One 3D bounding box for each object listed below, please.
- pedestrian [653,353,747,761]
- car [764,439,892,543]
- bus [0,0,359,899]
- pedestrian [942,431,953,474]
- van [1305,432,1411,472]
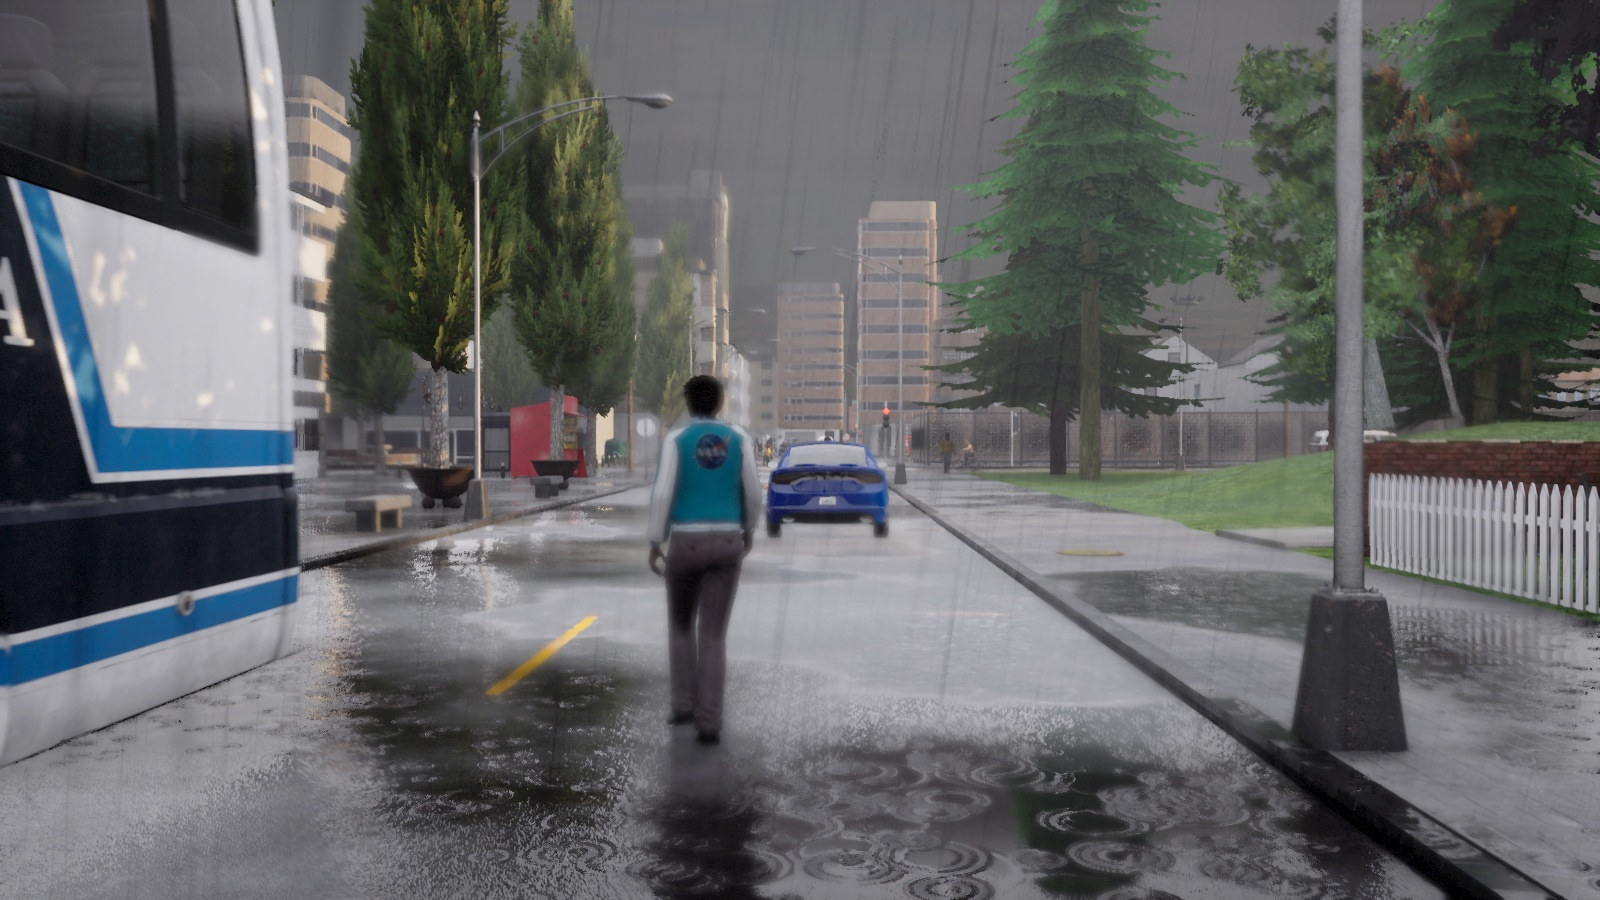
[{"bbox_3d":[-0.514,0.503,6.313,0.396,1.930,0.692,0,0,-11],"label":"pedestrian"},{"bbox_3d":[0.464,0.593,21.015,1.882,1.535,5.008,0,0,1],"label":"car"},{"bbox_3d":[-3.974,-0.635,0.299,3.944,4.253,10.273,0,0,1],"label":"bus"},{"bbox_3d":[6.383,0.120,54.376,0.431,1.840,0.709,0,0,5],"label":"pedestrian"},{"bbox_3d":[28.351,0.092,63.894,4.480,2.038,2.069,0,0,1],"label":"van"}]
